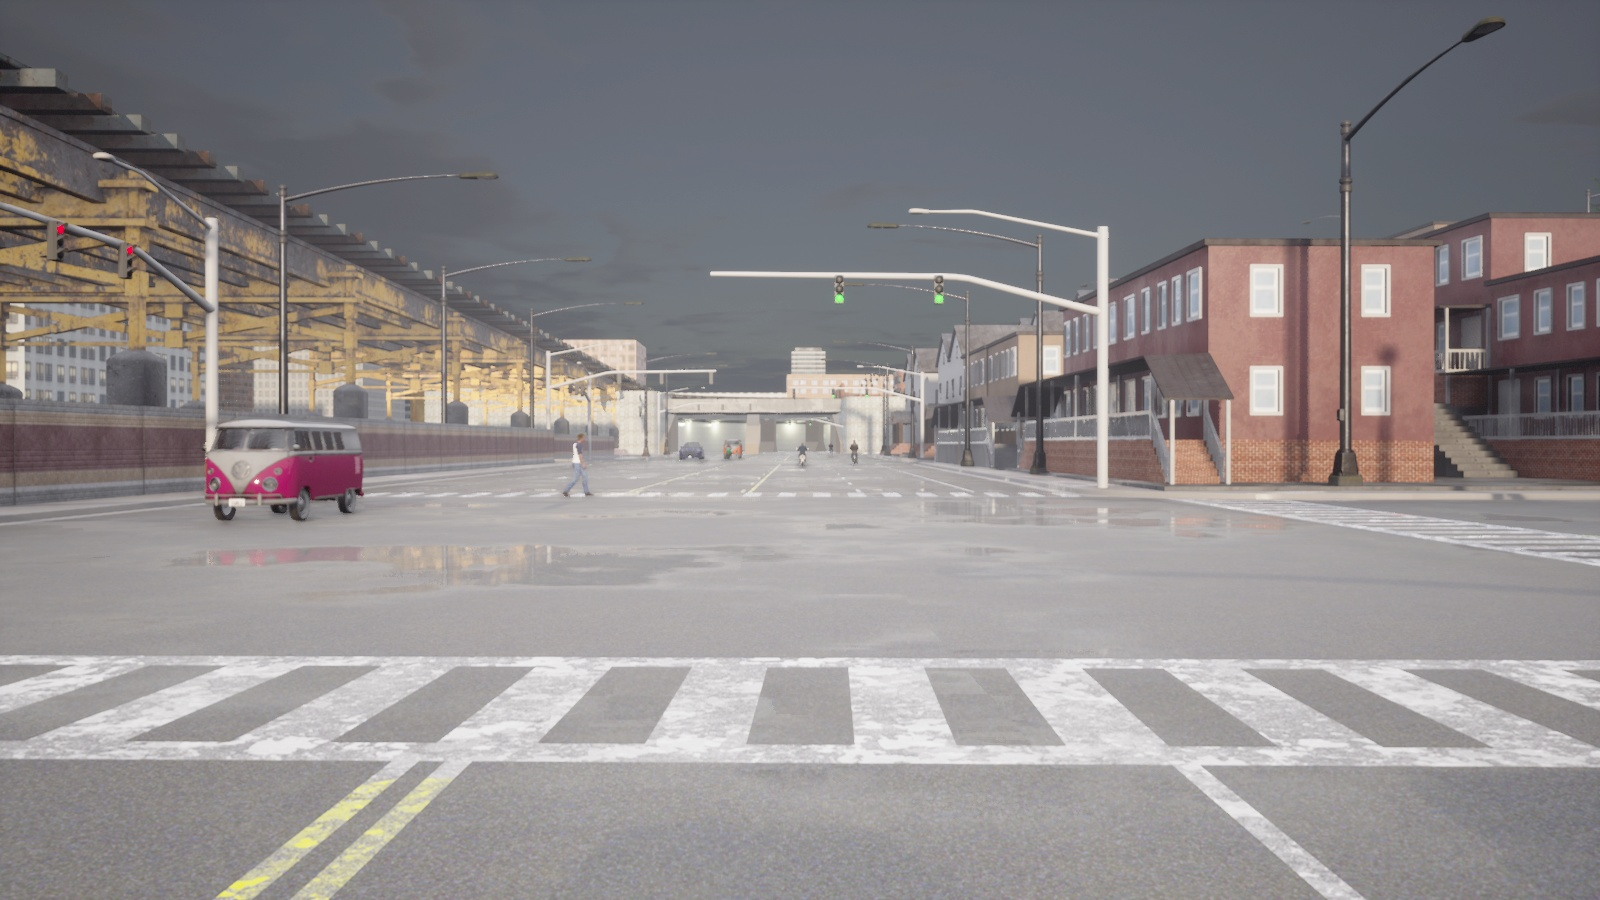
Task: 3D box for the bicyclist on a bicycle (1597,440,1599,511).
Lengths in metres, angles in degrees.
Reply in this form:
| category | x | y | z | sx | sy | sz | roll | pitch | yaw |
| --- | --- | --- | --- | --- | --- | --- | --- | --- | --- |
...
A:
| category | x | y | z | sx | sy | sz | roll | pitch | yaw |
| --- | --- | --- | --- | --- | --- | --- | --- | --- | --- |
| bicyclist on a bicycle | 19.288 | 0.585 | 28.778 | 1.656 | 1.620 | 0.582 | 0 | 0 | 0 |

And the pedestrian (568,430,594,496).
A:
| category | x | y | z | sx | sy | sz | roll | pitch | yaw |
| --- | --- | --- | --- | --- | --- | --- | --- | --- | --- |
| pedestrian | -6.149 | 0.368 | 35.274 | 0.706 | 1.836 | 0.354 | 0 | 0 | -10 |

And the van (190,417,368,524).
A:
| category | x | y | z | sx | sy | sz | roll | pitch | yaw |
| --- | --- | --- | --- | --- | --- | --- | --- | --- | --- |
| van | -10.436 | 0.376 | 25.526 | 1.775 | 1.987 | 4.442 | 0 | 0 | 0 |
